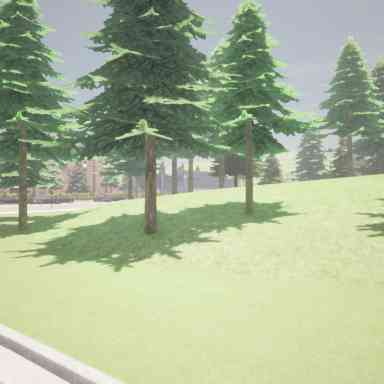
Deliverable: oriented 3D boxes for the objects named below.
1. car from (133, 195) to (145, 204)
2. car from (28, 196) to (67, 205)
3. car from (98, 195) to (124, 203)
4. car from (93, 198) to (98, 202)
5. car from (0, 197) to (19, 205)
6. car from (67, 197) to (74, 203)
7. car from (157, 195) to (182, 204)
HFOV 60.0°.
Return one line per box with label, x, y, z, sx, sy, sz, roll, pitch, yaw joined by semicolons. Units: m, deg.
car;-9.622;1.352;65.419;2.097;1.767;4.553;0;0;35
car;-24.992;1.489;57.609;2.128;1.511;4.902;0;0;35
car;-16.510;1.499;69.531;1.837;1.490;4.892;0;0;35
car;-19.040;1.475;72.017;1.882;1.535;5.008;0;0;35
car;-32.413;1.601;59.157;1.895;1.301;4.718;0;0;36
car;-26.437;1.595;67.581;1.895;1.301;4.718;0;0;35
car;-4.774;1.352;66.151;2.097;1.767;4.553;0;0;36
